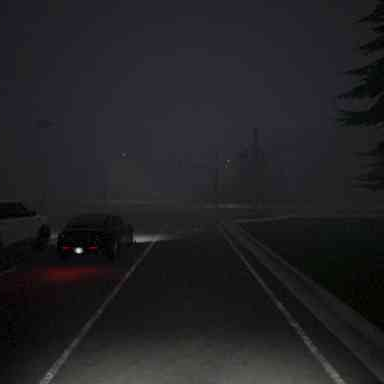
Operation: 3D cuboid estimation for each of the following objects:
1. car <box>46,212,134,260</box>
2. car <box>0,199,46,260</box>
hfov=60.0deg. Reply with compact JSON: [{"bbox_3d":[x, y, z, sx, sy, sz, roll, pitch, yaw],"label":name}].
[{"bbox_3d":[-3.461,1.536,12.649,1.837,1.490,4.892,0,0,1],"label":"car"},{"bbox_3d":[-6.973,1.250,11.517,2.150,2.045,5.566,0,0,0],"label":"car"}]
